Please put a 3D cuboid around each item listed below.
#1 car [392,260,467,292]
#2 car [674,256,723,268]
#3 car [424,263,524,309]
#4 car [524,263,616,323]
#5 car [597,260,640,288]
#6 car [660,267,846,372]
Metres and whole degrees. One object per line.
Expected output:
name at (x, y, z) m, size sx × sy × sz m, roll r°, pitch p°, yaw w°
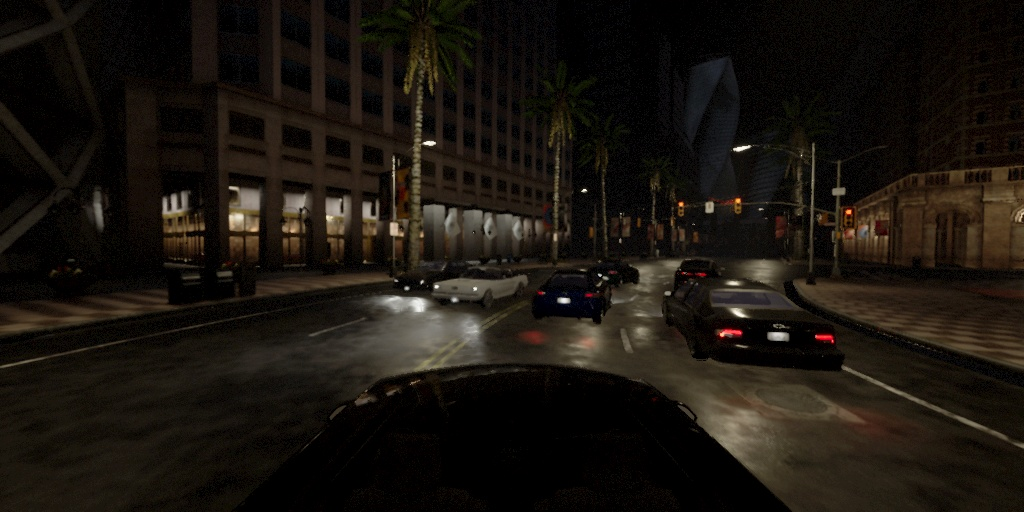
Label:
car at (-3.247, 0.904, 17.271) m, size 2.033 × 1.411 × 5.357 m, roll 1°, pitch 1°, yaw 25°
car at (9.126, 0.921, 17.491) m, size 1.837 × 1.490 × 4.892 m, roll 1°, pitch 2°, yaw 32°
car at (-1.028, 1.059, 13.560) m, size 1.895 × 1.301 × 4.718 m, roll 1°, pitch 1°, yaw 22°
car at (2.017, 1.093, 11.294) m, size 1.994 × 1.385 × 4.181 m, roll 1°, pitch 1°, yaw 19°
car at (5.615, 0.902, 19.972) m, size 1.994 × 1.385 × 4.181 m, roll 1°, pitch 2°, yaw 37°
car at (4.535, 1.176, 7.716) m, size 2.033 × 1.411 × 5.357 m, roll 1°, pitch 1°, yaw 14°
